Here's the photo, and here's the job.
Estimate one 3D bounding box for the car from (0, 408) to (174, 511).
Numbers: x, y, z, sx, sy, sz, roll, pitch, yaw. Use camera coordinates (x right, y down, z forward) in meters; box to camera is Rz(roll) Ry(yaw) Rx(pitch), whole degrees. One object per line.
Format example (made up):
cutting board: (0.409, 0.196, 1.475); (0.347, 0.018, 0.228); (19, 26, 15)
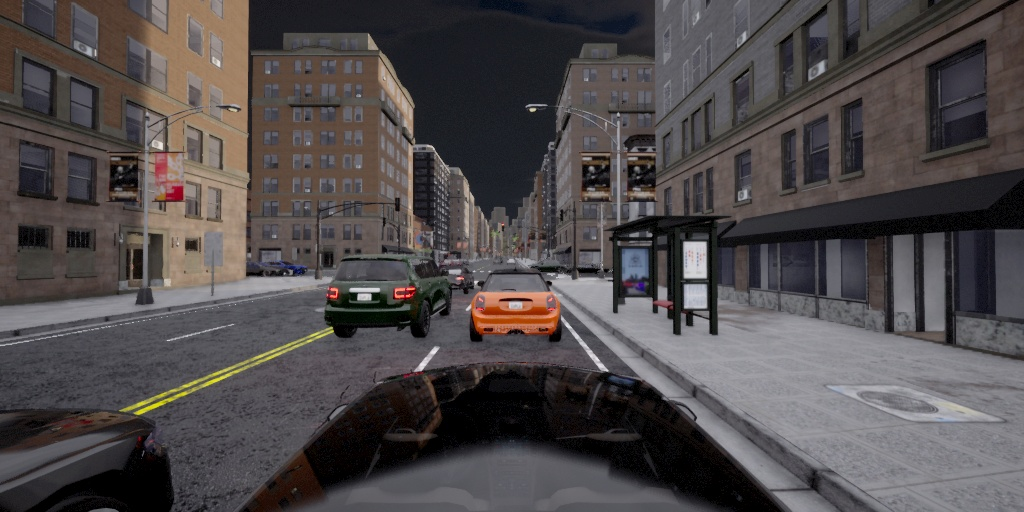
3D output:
car: (-3.144, 1.241, 0.335); (2.128, 1.511, 4.902); (0, 0, 0)

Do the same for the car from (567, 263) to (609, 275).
car: (7.890, 1.423, 38.819); (4.718, 1.301, 1.895); (0, -1, -2)

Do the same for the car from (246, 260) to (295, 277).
car: (-22.923, 1.177, 31.978); (5.357, 1.411, 2.033); (0, -1, 0)

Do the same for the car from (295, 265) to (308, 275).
car: (-22.793, 1.151, 35.228); (5.008, 1.535, 1.882); (0, -1, 0)

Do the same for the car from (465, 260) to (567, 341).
car: (0.079, 1.105, 9.988); (2.097, 1.767, 4.553); (0, 0, 0)

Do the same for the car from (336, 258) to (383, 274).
car: (-17.778, 1.133, 41.954); (4.553, 1.767, 2.097); (0, -1, 0)

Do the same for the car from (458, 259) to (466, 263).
car: (-9.966, 1.297, 64.364); (1.812, 1.442, 4.674); (0, 0, 0)

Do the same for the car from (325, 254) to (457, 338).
car: (-3.173, 0.974, 10.373); (2.150, 2.045, 5.566); (0, 0, 0)

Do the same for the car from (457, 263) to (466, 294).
car: (-3.202, 1.283, 20.080); (1.812, 1.442, 4.674); (0, 0, 0)

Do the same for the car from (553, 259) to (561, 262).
car: (3.922, 1.204, 42.093); (4.553, 1.767, 2.097); (0, -1, 0)

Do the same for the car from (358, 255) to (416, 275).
car: (-13.419, 0.976, 38.728); (5.566, 2.045, 2.150); (0, -1, 0)
